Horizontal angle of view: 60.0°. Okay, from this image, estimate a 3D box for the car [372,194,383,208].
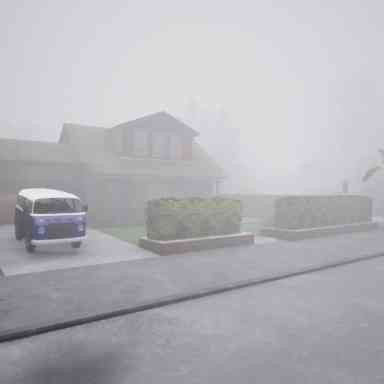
[{"bbox_3d":[24.038,0.986,40.783,3.866,1.878,1.905,0,0,0],"label":"car"}]
